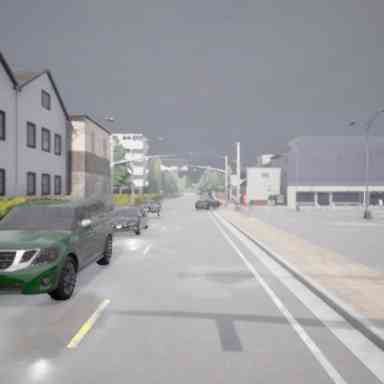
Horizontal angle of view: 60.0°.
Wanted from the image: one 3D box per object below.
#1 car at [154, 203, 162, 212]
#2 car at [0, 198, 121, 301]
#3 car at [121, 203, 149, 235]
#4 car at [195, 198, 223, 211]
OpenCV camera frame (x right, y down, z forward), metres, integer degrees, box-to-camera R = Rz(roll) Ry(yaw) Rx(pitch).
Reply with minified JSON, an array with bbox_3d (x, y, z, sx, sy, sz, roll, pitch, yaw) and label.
[{"bbox_3d":[-3.510,1.190,27.643,1.994,1.385,4.181,0,0,0],"label":"car"},{"bbox_3d":[-3.603,1.218,8.687,2.150,2.045,5.566,0,0,0],"label":"car"},{"bbox_3d":[-3.597,1.494,18.845,1.837,1.490,4.892,0,0,0],"label":"car"},{"bbox_3d":[2.200,1.500,41.115,2.128,1.511,4.902,-1,-1,31],"label":"car"}]
